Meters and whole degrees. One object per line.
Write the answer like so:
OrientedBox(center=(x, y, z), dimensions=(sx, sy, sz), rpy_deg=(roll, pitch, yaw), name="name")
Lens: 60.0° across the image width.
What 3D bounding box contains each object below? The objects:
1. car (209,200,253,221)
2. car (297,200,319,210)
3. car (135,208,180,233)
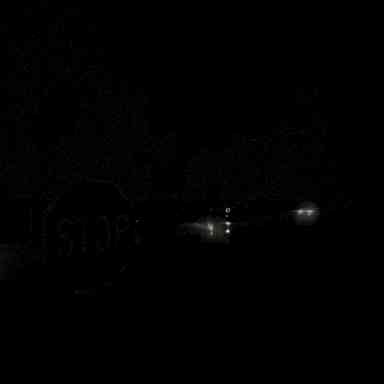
OrientedBox(center=(3.317, 1.465, 28.159), dimensions=(2.097, 1.767, 4.553), rpy_deg=(-2, -2, 36), name="car")
OrientedBox(center=(15.679, 1.740, 44.843), dimensions=(1.994, 1.385, 4.181), rpy_deg=(-2, -2, 37), name="car")
OrientedBox(center=(-2.610, 1.644, 20.089), dimensions=(1.994, 1.385, 4.181), rpy_deg=(-2, -2, 37), name="car")
